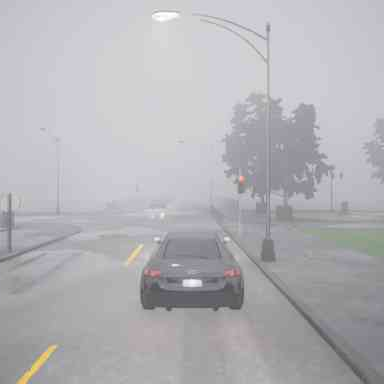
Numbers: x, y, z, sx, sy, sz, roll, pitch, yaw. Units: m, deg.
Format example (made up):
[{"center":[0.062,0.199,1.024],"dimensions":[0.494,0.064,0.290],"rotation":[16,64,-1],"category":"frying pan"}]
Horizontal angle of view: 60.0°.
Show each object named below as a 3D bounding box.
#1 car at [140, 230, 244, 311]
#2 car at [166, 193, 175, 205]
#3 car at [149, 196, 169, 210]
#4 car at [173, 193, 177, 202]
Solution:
[{"center":[0.002,1.564,7.826],"dimensions":[1.994,1.385,4.181],"rotation":[0,0,0],"category":"car"},{"center":[-4.538,1.475,58.222],"dimensions":[1.882,1.535,5.008],"rotation":[0,0,0],"category":"car"},{"center":[-4.437,1.562,43.425],"dimensions":[1.994,1.385,4.181],"rotation":[0,0,0],"category":"car"},{"center":[-4.586,1.219,73.849],"dimensions":[2.150,2.045,5.566],"rotation":[0,0,0],"category":"car"}]
